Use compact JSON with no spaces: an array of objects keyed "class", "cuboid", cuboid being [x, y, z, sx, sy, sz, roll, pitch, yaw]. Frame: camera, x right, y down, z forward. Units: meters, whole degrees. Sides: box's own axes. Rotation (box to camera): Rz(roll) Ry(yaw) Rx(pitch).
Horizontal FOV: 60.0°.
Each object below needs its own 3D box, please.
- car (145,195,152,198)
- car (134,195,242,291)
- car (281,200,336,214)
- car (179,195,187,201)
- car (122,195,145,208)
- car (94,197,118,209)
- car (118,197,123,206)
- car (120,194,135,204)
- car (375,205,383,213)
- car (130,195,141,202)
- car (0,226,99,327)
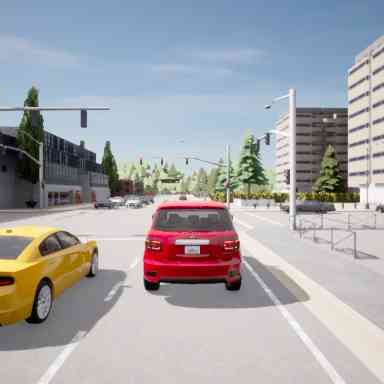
[{"class":"car","cuboid":[-8.637,1.505,58.653,1.837,1.490,4.892,0,0,-1]},{"class":"car","cuboid":[0.014,1.221,9.156,2.150,2.045,5.566,0,0,0]},{"class":"car","cuboid":[12.075,1.547,34.627,5.357,1.411,2.033,0,0,-2]},{"class":"car","cuboid":[-2.339,1.524,86.569,1.812,1.442,4.674,0,0,-2]},{"class":"car","cuboid":[-8.359,1.525,48.083,1.812,1.442,4.674,0,0,-1]},{"class":"car","cuboid":[-11.766,1.564,44.790,1.994,1.385,4.181,0,0,-2]},{"class":"car","cuboid":[-12.021,1.526,53.752,1.812,1.442,4.674,0,0,-1]},{"class":"car","cuboid":[-12.253,1.352,63.667,2.097,1.767,4.553,0,0,-1]},{"class":"car","cuboid":[22.311,1.547,34.938,5.357,1.411,2.033,0,0,-2]},{"class":"car","cuboid":[-12.491,1.500,73.890,1.837,1.490,4.892,0,0,-2]},{"class":"car","cuboid":[-3.480,1.478,7.167,1.882,1.535,5.008,0,0,0]}]
